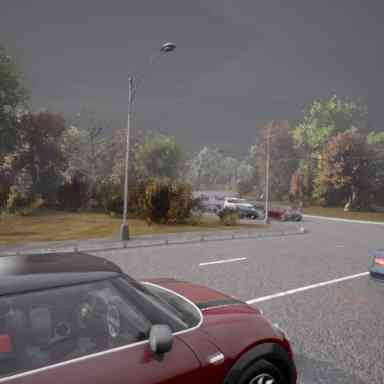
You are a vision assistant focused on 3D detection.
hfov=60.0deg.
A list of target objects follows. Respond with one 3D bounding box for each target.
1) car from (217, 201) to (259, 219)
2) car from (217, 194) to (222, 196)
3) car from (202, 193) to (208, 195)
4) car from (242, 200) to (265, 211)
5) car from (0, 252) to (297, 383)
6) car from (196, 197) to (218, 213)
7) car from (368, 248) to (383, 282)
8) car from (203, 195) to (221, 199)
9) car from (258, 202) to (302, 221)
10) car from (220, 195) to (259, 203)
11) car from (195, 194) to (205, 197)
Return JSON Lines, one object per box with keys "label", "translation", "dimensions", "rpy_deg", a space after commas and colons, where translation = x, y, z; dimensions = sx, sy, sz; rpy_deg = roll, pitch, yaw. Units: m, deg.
{"label": "car", "translation": [5.219, 2.134, 36.590], "dimensions": [2.033, 1.411, 5.357], "rpy_deg": [3, -1, -23]}
{"label": "car", "translation": [6.469, 1.178, 79.493], "dimensions": [1.994, 1.385, 4.181], "rpy_deg": [2, 2, -1]}
{"label": "car", "translation": [3.014, 1.056, 78.414], "dimensions": [2.128, 1.511, 4.902], "rpy_deg": [2, 2, -1]}
{"label": "car", "translation": [10.186, 2.198, 55.389], "dimensions": [1.837, 1.490, 4.892], "rpy_deg": [2, 2, -15]}
{"label": "car", "translation": [-1.145, 1.354, 2.929], "dimensions": [4.553, 1.767, 2.097], "rpy_deg": [0, 0, -36]}
{"label": "car", "translation": [1.903, 1.951, 45.746], "dimensions": [1.837, 1.490, 4.892], "rpy_deg": [3, 1, -17]}
{"label": "car", "translation": [6.612, 1.665, 8.480], "dimensions": [5.357, 1.411, 2.033], "rpy_deg": [2, -1, -36]}
{"label": "car", "translation": [3.238, 1.863, 53.794], "dimensions": [1.882, 1.535, 5.008], "rpy_deg": [2, 1, -14]}
{"label": "car", "translation": [9.600, 2.109, 35.427], "dimensions": [2.097, 1.767, 4.553], "rpy_deg": [3, -1, -24]}
{"label": "car", "translation": [6.164, 1.877, 44.051], "dimensions": [2.150, 2.045, 5.566], "rpy_deg": [3, 0, -19]}
{"label": "car", "translation": [1.004, 1.547, 64.350], "dimensions": [1.895, 1.301, 4.718], "rpy_deg": [2, 2, -9]}
